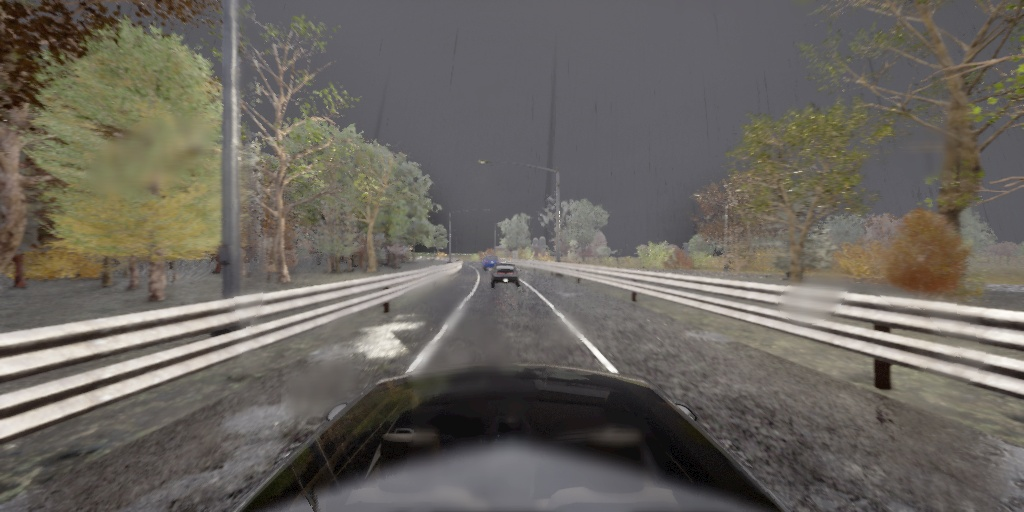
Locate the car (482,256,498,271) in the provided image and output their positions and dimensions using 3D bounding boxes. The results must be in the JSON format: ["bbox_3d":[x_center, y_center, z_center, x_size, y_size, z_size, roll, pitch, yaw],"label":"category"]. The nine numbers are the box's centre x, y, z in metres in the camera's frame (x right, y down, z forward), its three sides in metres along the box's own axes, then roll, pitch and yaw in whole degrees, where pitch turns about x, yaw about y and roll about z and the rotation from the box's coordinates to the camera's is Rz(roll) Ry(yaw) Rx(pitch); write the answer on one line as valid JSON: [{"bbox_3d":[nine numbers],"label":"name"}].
[{"bbox_3d":[-3.061,0.968,50.975,2.150,2.045,5.566,0,0,-8],"label":"car"}]

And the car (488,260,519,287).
[{"bbox_3d":[-0.564,1.263,24.856,1.837,1.490,4.892,0,0,-4],"label":"car"}]
